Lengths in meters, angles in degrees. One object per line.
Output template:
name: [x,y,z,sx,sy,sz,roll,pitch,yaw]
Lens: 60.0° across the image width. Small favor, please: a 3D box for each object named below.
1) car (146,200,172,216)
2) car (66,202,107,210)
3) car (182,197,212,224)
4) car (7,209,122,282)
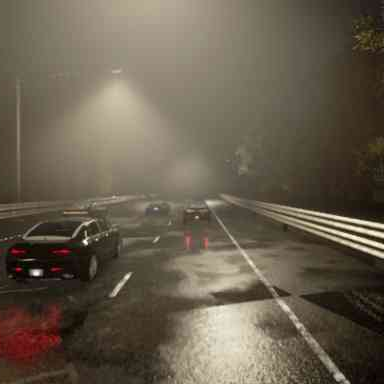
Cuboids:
car: [-3.002,1.417,30.387,1.994,1.385,4.181,0,0,1]
car: [-6.670,1.396,21.222,2.128,1.511,4.902,0,0,1]
car: [0.360,1.378,23.327,2.128,1.511,4.902,0,0,1]
car: [-3.330,1.465,9.584,1.837,1.490,4.892,0,0,0]
